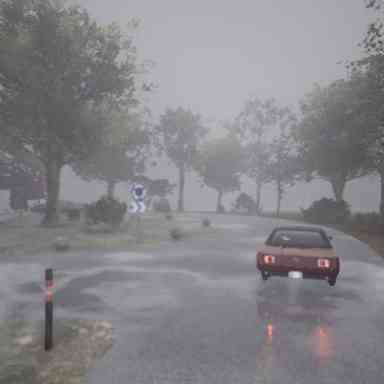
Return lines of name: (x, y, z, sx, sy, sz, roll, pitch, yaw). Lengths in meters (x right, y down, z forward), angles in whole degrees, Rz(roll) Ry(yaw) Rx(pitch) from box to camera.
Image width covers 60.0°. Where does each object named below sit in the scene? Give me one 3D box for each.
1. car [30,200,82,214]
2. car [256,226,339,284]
car: (-14.231, 1.573, 35.411, 5.357, 1.411, 2.033, 0, 0, -25)
car: (3.158, 1.653, 9.852, 1.895, 1.301, 4.718, 0, 0, 19)
